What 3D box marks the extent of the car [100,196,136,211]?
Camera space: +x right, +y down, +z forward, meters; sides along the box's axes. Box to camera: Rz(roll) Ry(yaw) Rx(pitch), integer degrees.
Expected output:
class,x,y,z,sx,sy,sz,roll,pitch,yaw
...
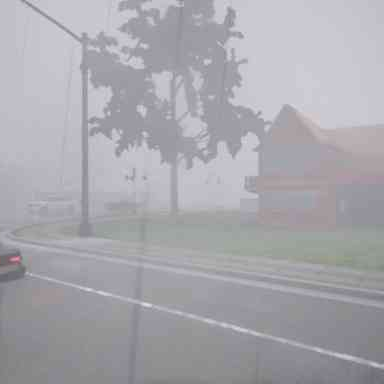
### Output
class,x,y,z,sx,sy,sz,roll,pitch,yaw
car,-9.892,1.516,44.854,2.097,1.767,4.553,0,0,34

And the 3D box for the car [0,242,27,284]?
class,x,y,z,sx,sy,sz,roll,pitch,yaw
car,-6.376,1.596,8.511,5.357,1.411,2.033,0,0,36

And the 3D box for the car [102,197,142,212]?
class,x,y,z,sx,sy,sz,roll,pitch,yaw
car,-8.217,1.624,40.740,1.882,1.535,5.008,0,0,34

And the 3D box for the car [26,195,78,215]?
class,x,y,z,sx,sy,sz,roll,pitch,yaw
car,-15.347,1.385,36.789,2.150,2.045,5.566,0,0,34
